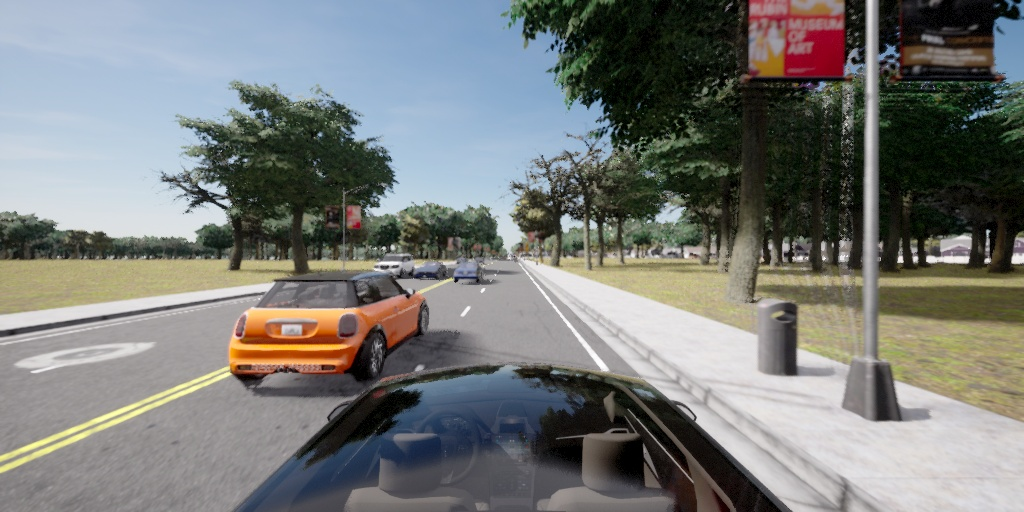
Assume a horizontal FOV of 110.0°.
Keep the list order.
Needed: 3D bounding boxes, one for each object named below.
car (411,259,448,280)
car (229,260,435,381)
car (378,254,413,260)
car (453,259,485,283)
[{"bbox_3d":[-6.599,1.167,29.700,2.033,1.411,5.357,0,0,0],"label":"car"},{"bbox_3d":[-3.168,1.075,7.301,2.097,1.767,4.553,0,0,0],"label":"car"},{"bbox_3d":[-9.848,0.841,30.412,2.150,2.045,5.566,0,0,0],"label":"car"},{"bbox_3d":[-3.154,1.181,26.817,2.033,1.411,5.357,0,0,0],"label":"car"}]
